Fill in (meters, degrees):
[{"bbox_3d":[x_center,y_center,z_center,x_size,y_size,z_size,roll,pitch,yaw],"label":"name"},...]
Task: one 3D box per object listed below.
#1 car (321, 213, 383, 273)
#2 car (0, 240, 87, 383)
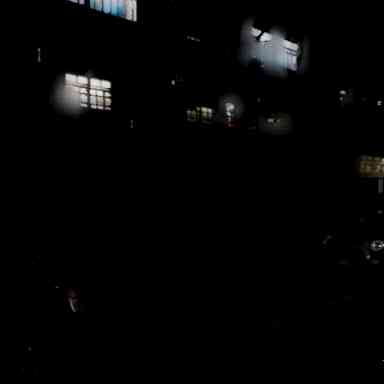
[{"bbox_3d":[5.773,1.403,10.230,4.097,1.590,1.967,0,-1,-35],"label":"car"},{"bbox_3d":[-3.429,1.443,3.666,4.097,1.590,1.967,0,-1,-35],"label":"car"}]
